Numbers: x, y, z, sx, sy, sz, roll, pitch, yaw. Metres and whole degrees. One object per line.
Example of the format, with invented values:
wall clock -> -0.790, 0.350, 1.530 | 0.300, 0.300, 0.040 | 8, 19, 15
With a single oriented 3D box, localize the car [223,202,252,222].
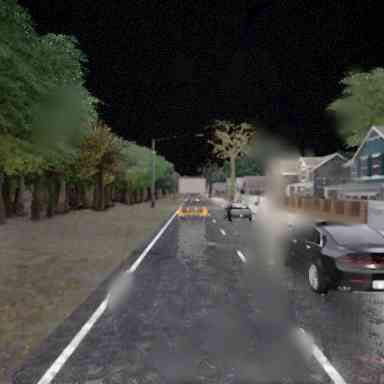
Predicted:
car -> 3.611, 1.534, 26.725 | 2.128, 1.511, 4.902 | 0, 0, 0

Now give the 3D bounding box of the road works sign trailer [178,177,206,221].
road works sign trailer -> 0.014, 0.509, 28.104 | 2.380, 3.560, 2.880 | 0, 0, 0

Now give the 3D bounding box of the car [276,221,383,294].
car -> 3.604, 1.517, 8.765 | 1.837, 1.490, 4.892 | 0, 0, 0
